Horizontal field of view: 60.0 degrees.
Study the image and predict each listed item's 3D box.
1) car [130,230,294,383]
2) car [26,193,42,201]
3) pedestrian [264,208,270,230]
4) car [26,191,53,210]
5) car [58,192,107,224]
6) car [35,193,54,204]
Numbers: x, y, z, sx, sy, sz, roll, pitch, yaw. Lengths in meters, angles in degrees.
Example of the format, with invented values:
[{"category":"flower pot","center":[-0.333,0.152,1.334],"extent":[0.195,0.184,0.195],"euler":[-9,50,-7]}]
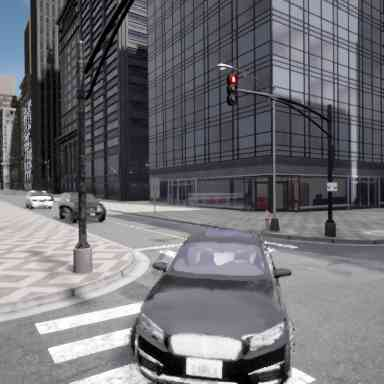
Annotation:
[{"category":"car","center":[0.543,1.490,5.733],"extent":[2.128,1.511,4.902],"euler":[1,0,10]},{"category":"car","center":[-28.413,0.923,59.679],"extent":[1.895,1.301,4.718],"euler":[-1,1,-34]},{"category":"pedestrian","center":[3.906,1.374,17.249],"extent":[0.500,1.100,0.500],"euler":[0,0,-34]},{"category":"car","center":[-17.378,0.871,37.661],"extent":[2.150,2.045,5.566],"euler":[-1,1,-34]},{"category":"car","center":[-7.920,1.035,23.619],"extent":[2.150,2.045,5.566],"euler":[-1,1,-34]},{"category":"car","center":[-22.851,0.952,51.446],"extent":[1.837,1.490,4.892],"euler":[-1,1,-34]}]
